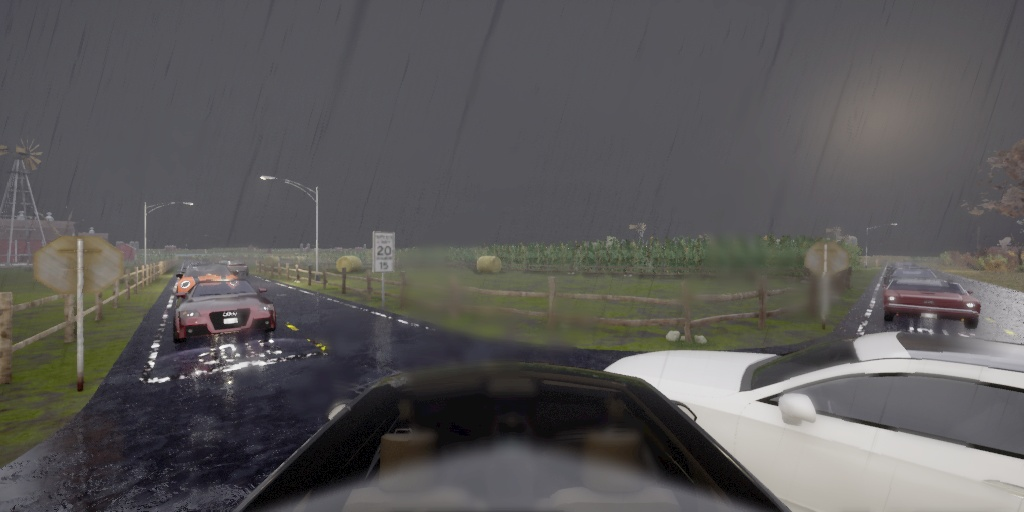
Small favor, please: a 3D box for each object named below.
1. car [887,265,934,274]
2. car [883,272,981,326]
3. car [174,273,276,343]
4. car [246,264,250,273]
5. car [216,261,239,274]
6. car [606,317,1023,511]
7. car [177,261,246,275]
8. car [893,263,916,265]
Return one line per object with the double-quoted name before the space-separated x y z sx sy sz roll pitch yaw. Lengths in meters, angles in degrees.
"car" 20.427 1.364 18.282 5.357 1.411 2.033 0 1 -43
"car" 13.412 1.398 11.651 4.718 1.301 1.895 0 1 -44
"car" -8.031 1.359 9.973 1.994 1.385 4.181 0 0 -43
"car" -27.316 1.300 35.504 2.128 1.511 4.902 0 0 -42
"car" -34.107 1.325 42.897 1.837 1.490 4.892 0 0 -42
"car" 2.819 1.293 2.489 1.812 1.442 4.674 0 1 -44
"car" -13.869 1.148 16.401 2.097 1.767 4.553 0 0 -42
"car" 27.122 1.402 24.600 4.181 1.385 1.994 0 1 -43
